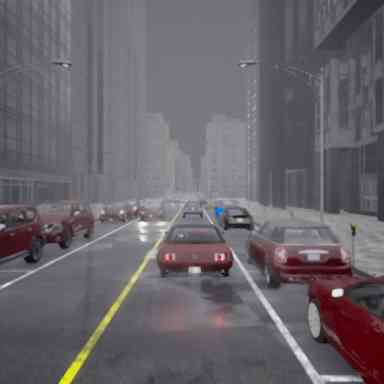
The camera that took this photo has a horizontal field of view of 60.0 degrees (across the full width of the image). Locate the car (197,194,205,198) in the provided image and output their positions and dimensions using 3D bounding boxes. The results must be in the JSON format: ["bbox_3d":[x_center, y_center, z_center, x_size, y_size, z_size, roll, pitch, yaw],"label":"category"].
[{"bbox_3d":[2.363,1.485,53.760,2.097,1.767,4.553,0,0,0],"label":"car"}]

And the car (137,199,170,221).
[{"bbox_3d":[-3.113,1.569,27.651,1.812,1.442,4.674,0,0,0],"label":"car"}]

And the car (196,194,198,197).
[{"bbox_3d":[2.633,1.747,76.883,2.008,1.369,4.403,0,0,0],"label":"car"}]

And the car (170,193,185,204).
[{"bbox_3d":[-3.032,1.527,68.802,2.097,1.767,4.553,0,0,0],"label":"car"}]

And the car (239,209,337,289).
[{"bbox_3d":[2.663,1.452,9.214,1.967,1.590,4.097,0,0,0],"label":"car"}]

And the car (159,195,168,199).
[{"bbox_3d":[-5.887,1.677,59.810,1.752,1.417,4.829,0,0,0],"label":"car"}]

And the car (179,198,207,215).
[{"bbox_3d":[0.084,1.603,32.072,2.033,1.411,5.357,0,0,0],"label":"car"}]

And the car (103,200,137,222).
[{"bbox_3d":[-5.871,1.480,26.143,1.967,1.590,4.097,0,0,0],"label":"car"}]

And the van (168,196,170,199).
[{"bbox_3d":[-5.889,1.511,65.622,1.690,1.788,3.998,0,0,0],"label":"van"}]

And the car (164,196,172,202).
[{"bbox_3d":[-5.895,1.788,82.541,1.802,1.307,4.206,0,0,0],"label":"car"}]

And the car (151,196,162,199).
[{"bbox_3d":[-5.888,1.637,48.497,1.752,1.417,4.829,0,0,1],"label":"car"}]

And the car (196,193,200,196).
[{"bbox_3d":[2.628,1.656,88.161,1.967,1.590,4.097,0,0,0],"label":"car"}]

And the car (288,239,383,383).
[{"bbox_3d":[2.665,1.549,3.575,1.887,1.381,4.507,0,0,0],"label":"car"}]

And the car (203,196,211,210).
[{"bbox_3d":[2.647,1.619,43.255,1.752,1.417,4.829,0,0,1],"label":"car"}]

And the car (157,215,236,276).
[{"bbox_3d":[0.080,1.614,10.332,1.895,1.301,4.718,0,0,0],"label":"car"}]

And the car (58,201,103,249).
[{"bbox_3d":[-5.865,1.334,14.863,2.192,1.841,5.009,0,0,0],"label":"car"}]

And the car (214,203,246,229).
[{"bbox_3d":[2.657,1.594,20.492,1.947,1.339,4.313,0,0,0],"label":"car"}]

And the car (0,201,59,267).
[{"bbox_3d":[-5.863,1.326,9.224,2.192,1.841,5.009,0,0,0],"label":"car"}]

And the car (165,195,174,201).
[{"bbox_3d":[-5.897,1.656,88.182,1.967,1.590,4.097,0,0,0],"label":"car"}]

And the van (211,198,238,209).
[{"bbox_3d":[2.654,1.382,26.131,1.690,1.788,3.998,0,0,0],"label":"van"}]
